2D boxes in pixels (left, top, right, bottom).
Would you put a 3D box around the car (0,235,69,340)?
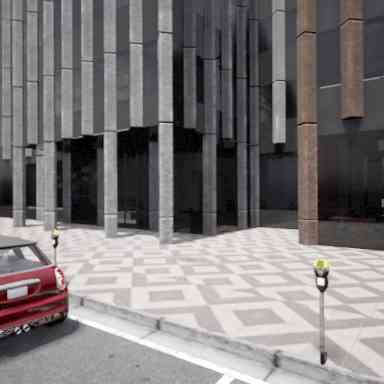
[{"bbox_3d":[-4.051,1.458,5.848,4.097,1.590,1.967,0,0,35],"label":"car"}]
